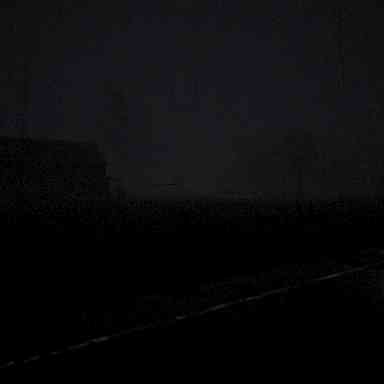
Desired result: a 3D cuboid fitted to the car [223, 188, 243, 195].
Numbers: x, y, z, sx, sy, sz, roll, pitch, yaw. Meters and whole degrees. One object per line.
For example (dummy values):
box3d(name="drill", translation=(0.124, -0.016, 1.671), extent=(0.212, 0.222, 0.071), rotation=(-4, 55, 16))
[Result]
box3d(name="car", translation=(9.361, -0.137, 76.227), extent=(2.033, 1.411, 5.357), rotation=(-2, 2, -36))
